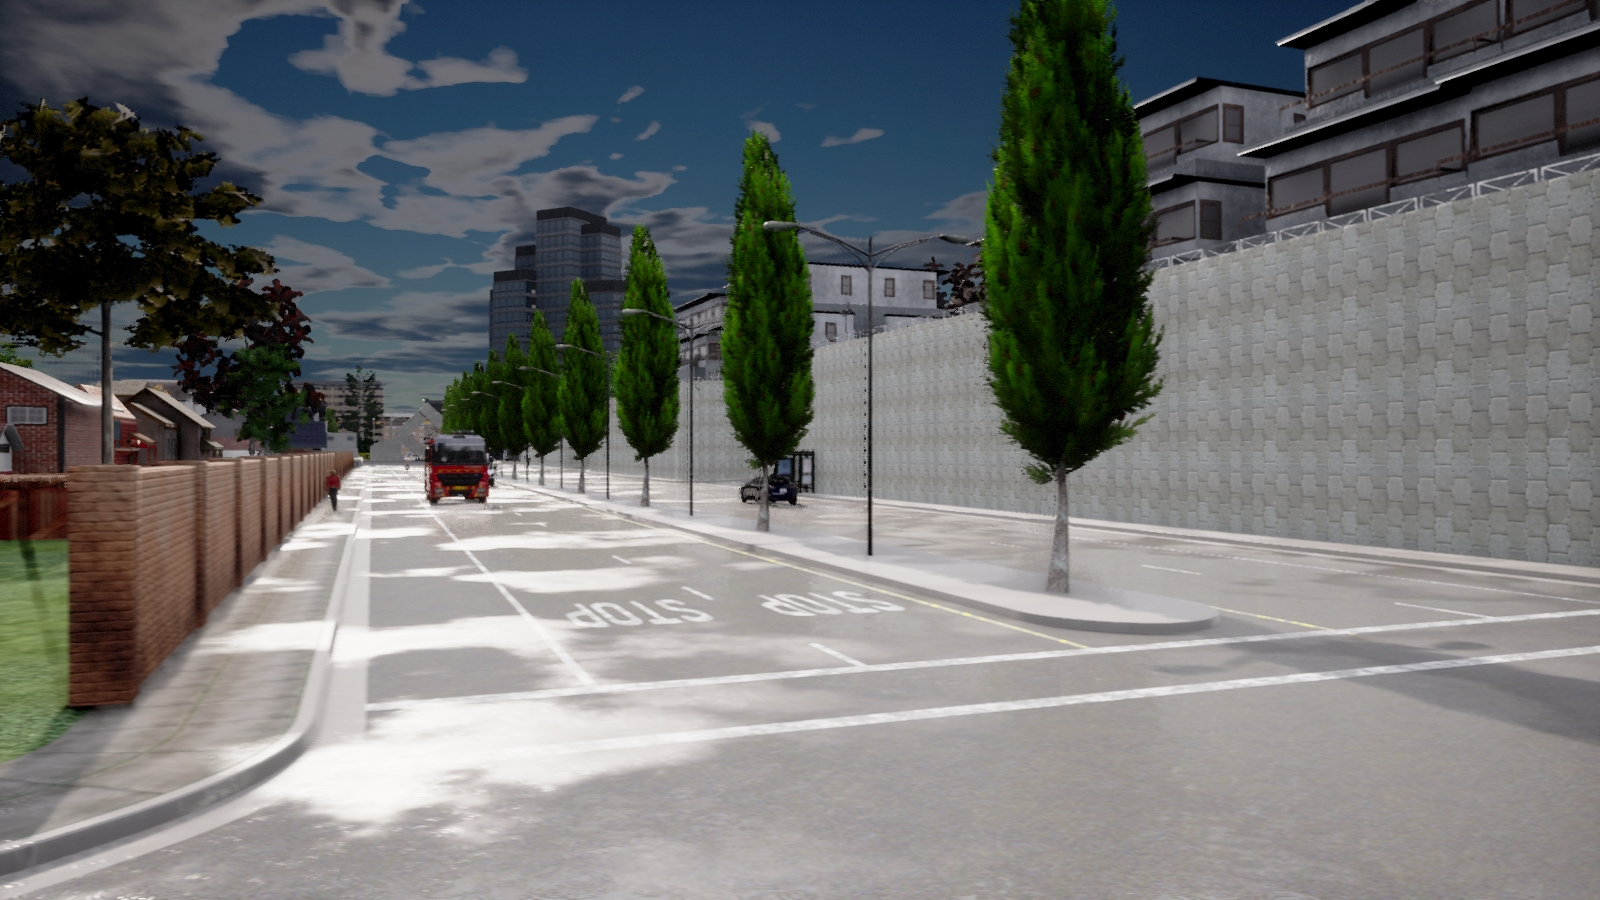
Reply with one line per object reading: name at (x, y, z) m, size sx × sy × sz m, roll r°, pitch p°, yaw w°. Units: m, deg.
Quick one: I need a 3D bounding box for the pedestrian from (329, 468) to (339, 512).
pedestrian at (-19.949, 1.696, 48.937) m, size 0.375 × 1.860 × 0.375 m, roll 0°, pitch 0°, yaw -21°

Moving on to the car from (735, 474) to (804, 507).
car at (-1.637, 2.060, 59.056) m, size 2.163 × 1.488 × 4.792 m, roll 0°, pitch 0°, yaw -21°

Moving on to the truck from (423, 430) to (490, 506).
truck at (-18.668, 0.890, 61.733) m, size 2.891 × 3.827 × 8.468 m, roll 0°, pitch 0°, yaw -21°
